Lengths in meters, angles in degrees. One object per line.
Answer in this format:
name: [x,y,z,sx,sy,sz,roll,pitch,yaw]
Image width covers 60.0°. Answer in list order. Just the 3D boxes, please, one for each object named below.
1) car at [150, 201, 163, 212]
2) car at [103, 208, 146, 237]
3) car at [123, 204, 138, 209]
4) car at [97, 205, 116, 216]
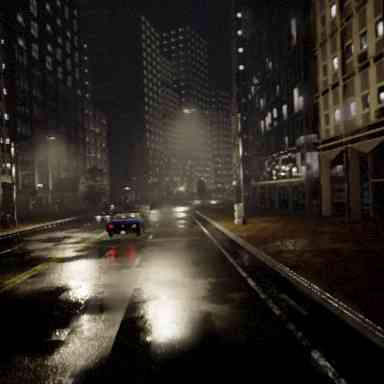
car: [-5.556,2.218,52.133,1.882,1.535,5.008,-2,-1,-2]
car: [-3.954,1.967,20.648,1.895,1.301,4.718,-2,-1,-3]
car: [-8.702,2.424,47.228,2.033,1.411,5.357,-2,-1,-3]
car: [-11.947,2.513,47.056,2.033,1.411,5.357,-2,-1,-3]
